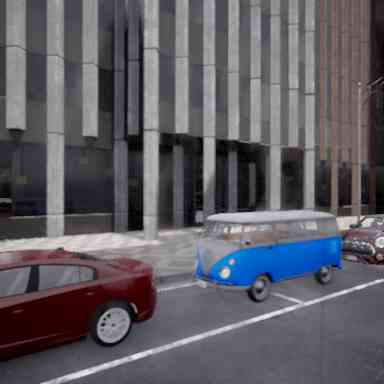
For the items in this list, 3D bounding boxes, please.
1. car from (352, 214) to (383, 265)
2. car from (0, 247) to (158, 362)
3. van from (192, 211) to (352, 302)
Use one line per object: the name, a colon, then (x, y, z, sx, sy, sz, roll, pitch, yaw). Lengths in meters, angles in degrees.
car: (6.505, 1.497, 11.307, 4.097, 1.590, 1.967, 0, 0, -36)
car: (-2.665, 1.547, 4.749, 4.507, 1.381, 1.887, 0, 0, -36)
van: (1.921, 1.371, 8.029, 3.998, 1.788, 1.690, 0, 0, -36)
